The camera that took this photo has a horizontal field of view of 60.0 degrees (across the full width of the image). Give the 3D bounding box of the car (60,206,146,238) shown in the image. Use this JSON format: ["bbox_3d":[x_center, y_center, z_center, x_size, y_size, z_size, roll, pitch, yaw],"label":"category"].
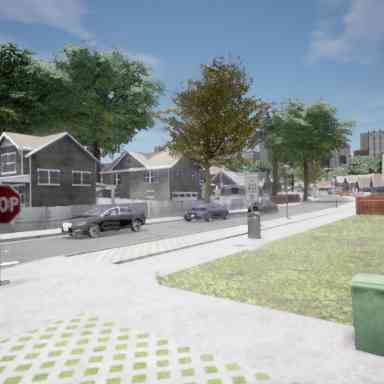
[{"bbox_3d":[-4.593,1.507,17.865,2.128,1.511,4.902,-2,-1,36],"label":"car"}]

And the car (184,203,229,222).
[{"bbox_3d":[1.184,1.545,25.885,1.994,1.385,4.181,-2,-1,35],"label":"car"}]

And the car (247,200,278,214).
[{"bbox_3d":[7.401,1.495,34.590,1.994,1.385,4.181,-2,-1,36],"label":"car"}]
